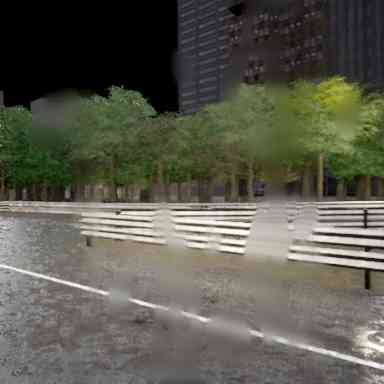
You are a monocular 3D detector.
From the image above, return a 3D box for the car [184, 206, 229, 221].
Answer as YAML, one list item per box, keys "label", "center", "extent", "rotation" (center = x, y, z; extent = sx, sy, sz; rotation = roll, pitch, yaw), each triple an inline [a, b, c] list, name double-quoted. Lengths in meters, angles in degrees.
- label: "car"
  center: [0.100, 1.512, 19.349]
  extent: [4.181, 1.385, 1.994]
  rotation: [-1, 0, 13]
